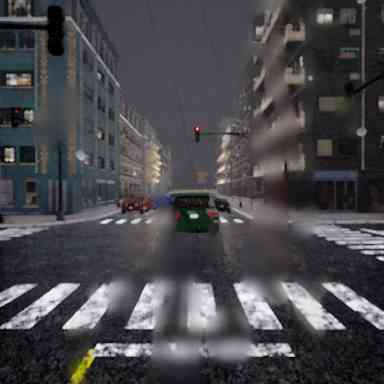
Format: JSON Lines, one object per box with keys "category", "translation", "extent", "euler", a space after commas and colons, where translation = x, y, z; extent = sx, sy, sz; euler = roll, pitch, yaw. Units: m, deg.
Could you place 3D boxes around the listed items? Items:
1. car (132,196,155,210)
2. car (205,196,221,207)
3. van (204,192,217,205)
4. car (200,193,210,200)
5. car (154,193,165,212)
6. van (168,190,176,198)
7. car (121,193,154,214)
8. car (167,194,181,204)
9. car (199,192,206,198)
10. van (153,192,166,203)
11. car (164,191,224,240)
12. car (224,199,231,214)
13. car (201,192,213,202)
{"category": "car", "translation": [-5.245, 1.204, 36.754], "extent": [1.887, 1.381, 4.507], "euler": [0, 1, 0]}
{"category": "car", "translation": [2.646, 1.190, 42.292], "extent": [1.802, 1.307, 4.206], "euler": [0, 1, 0]}
{"category": "van", "translation": [2.657, 0.895, 47.841], "extent": [1.690, 1.788, 3.998], "euler": [0, 1, 0]}
{"category": "car", "translation": [2.698, 0.891, 70.050], "extent": [2.008, 1.369, 4.403], "euler": [0, 1, 0]}
{"category": "car", "translation": [-2.784, 1.166, 33.715], "extent": [1.882, 1.535, 5.008], "euler": [0, 1, 0]}
{"category": "van", "translation": [-5.150, 0.515, 86.718], "extent": [1.690, 1.788, 3.998], "euler": [0, 1, 0]}
{"category": "car", "translation": [-5.255, 1.027, 31.200], "extent": [2.192, 1.841, 5.009], "euler": [0, 1, 0]}
{"category": "car", "translation": [-2.728, 1.022, 51.846], "extent": [1.837, 1.490, 4.892], "euler": [0, 0, 0]}
{"category": "car", "translation": [2.729, 0.720, 86.705], "extent": [1.887, 1.381, 4.507], "euler": [0, 1, 0]}
{"category": "van", "translation": [-5.213, 0.841, 53.407], "extent": [1.690, 1.788, 3.998], "euler": [0, 1, 0]}
{"category": "car", "translation": [0.099, 1.058, 16.086], "extent": [2.150, 2.045, 5.566], "euler": [-1, 0, 0]}
{"category": "car", "translation": [2.625, 1.279, 31.188], "extent": [1.947, 1.339, 4.313], "euler": [0, 1, 0]}
{"category": "car", "translation": [2.678, 0.888, 58.945], "extent": [1.967, 1.590, 4.097], "euler": [0, 1, 0]}
